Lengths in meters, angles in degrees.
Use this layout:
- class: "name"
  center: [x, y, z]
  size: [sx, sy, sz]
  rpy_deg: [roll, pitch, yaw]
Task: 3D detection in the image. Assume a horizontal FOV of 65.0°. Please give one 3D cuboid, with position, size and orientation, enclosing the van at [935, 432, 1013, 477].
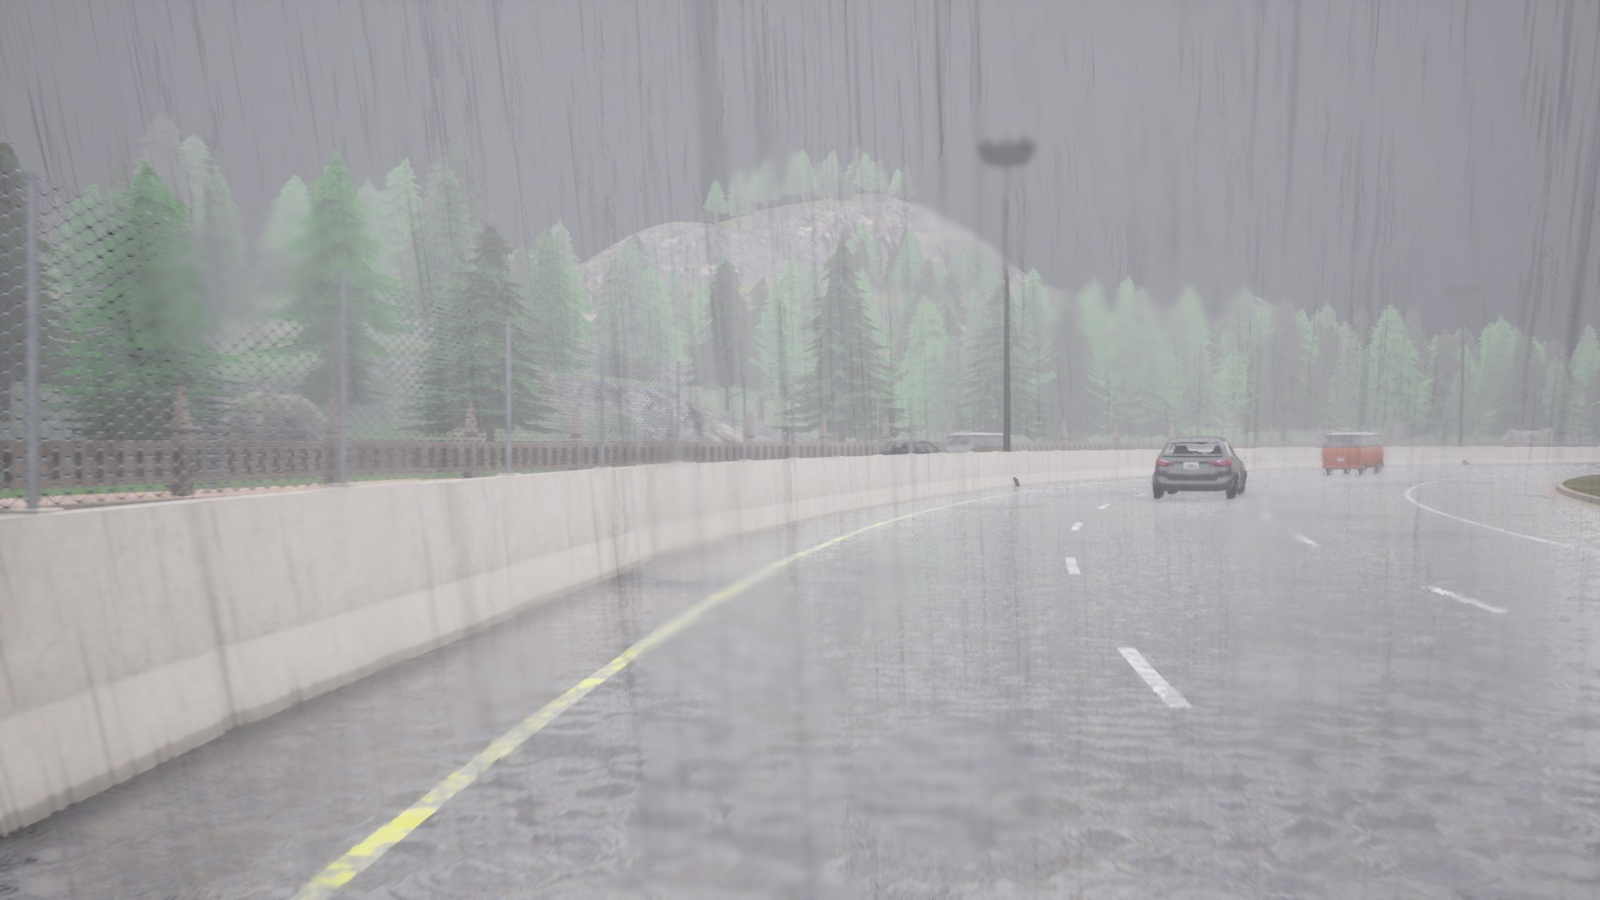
- class: "van"
  center: [8.095, 0.182, 58.037]
  size: [1.775, 1.987, 4.442]
  rpy_deg: [0, 0, 35]

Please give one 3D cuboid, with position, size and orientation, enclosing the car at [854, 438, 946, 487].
- class: "car"
  center: [3.512, 0.404, 43.358]
  size: [1.851, 1.617, 3.988]
  rpy_deg: [0, 0, 26]

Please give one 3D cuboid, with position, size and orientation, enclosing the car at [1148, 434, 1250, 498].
- class: "car"
  center: [11.224, 0.406, 35.086]
  size: [2.242, 1.667, 4.611]
  rpy_deg: [0, 0, 24]

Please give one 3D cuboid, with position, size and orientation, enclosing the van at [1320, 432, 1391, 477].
- class: "van"
  center: [25.678, 0.205, 57.983]
  size: [1.775, 1.987, 4.442]
  rpy_deg: [0, 0, 40]
